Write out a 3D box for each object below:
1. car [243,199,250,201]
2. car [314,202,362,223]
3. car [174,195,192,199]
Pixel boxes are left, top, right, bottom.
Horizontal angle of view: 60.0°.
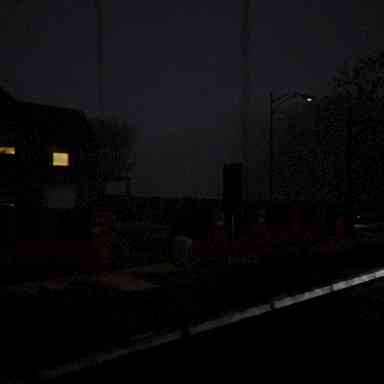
[{"bbox_3d":[4.997,1.437,32.671,1.812,1.442,4.674,0,0,-36],"label":"car"},{"bbox_3d":[10.335,1.472,25.245,1.812,1.442,4.674,0,0,-36],"label":"car"},{"bbox_3d":[-0.786,1.223,40.709,2.097,1.767,4.553,0,0,-36],"label":"car"}]
